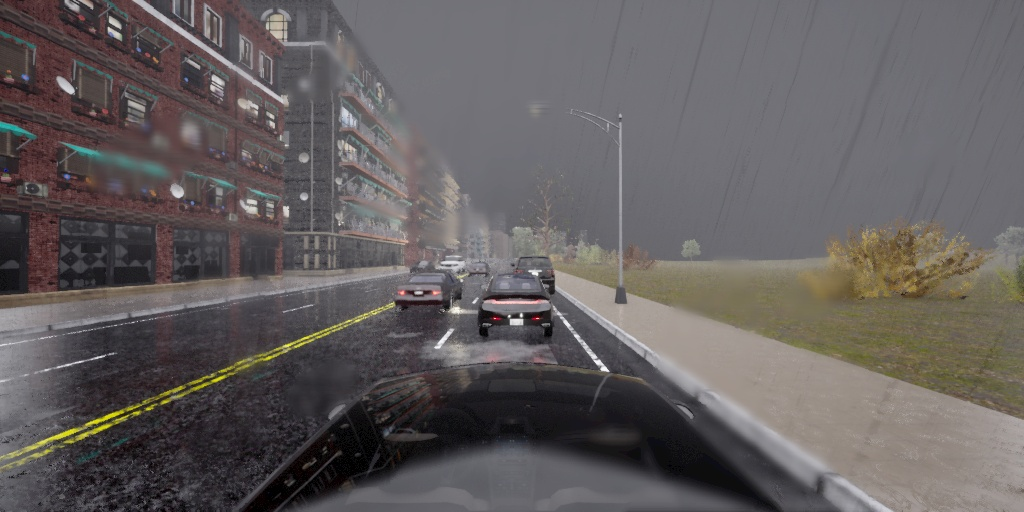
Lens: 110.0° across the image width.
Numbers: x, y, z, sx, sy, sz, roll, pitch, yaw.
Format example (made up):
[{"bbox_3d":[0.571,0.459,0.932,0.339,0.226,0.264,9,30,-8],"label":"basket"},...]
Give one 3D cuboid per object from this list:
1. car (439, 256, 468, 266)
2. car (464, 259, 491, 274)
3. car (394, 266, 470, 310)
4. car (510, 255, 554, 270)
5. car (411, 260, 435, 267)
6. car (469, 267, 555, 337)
[{"bbox_3d":[-6.625,0.973,40.121,2.150,2.045,5.566,0,0,0],"label":"car"},{"bbox_3d":[-3.175,1.300,35.818,2.033,1.411,5.357,0,0,0],"label":"car"},{"bbox_3d":[-3.157,1.299,14.619,2.033,1.411,5.357,0,0,0],"label":"car"},{"bbox_3d":[1.125,0.977,20.199,2.150,2.045,5.566,0,0,0],"label":"car"},{"bbox_3d":[-9.877,1.229,39.795,1.882,1.535,5.008,0,0,0],"label":"car"},{"bbox_3d":[0.094,1.243,10.329,2.128,1.511,4.902,0,0,0],"label":"car"}]
